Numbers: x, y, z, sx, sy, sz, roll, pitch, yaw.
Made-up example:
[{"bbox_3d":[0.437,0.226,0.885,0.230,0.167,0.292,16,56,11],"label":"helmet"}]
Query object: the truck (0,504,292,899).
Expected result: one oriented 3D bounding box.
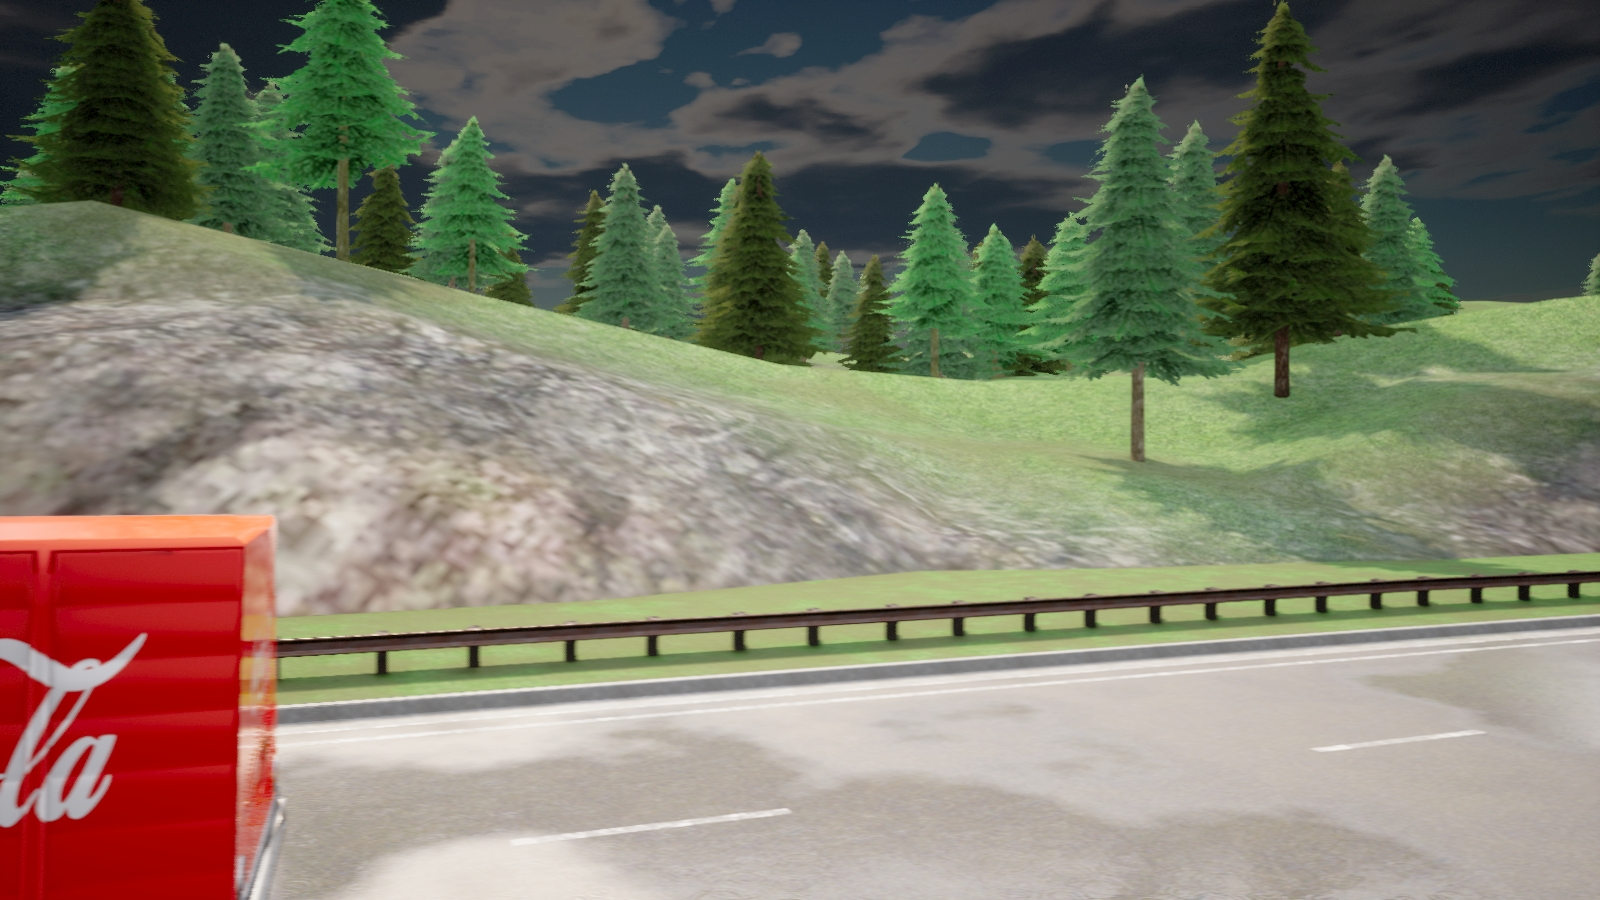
[{"bbox_3d":[-5.223,1.571,5.127,5.204,2.467,2.627,0,0,-20],"label":"truck"}]
